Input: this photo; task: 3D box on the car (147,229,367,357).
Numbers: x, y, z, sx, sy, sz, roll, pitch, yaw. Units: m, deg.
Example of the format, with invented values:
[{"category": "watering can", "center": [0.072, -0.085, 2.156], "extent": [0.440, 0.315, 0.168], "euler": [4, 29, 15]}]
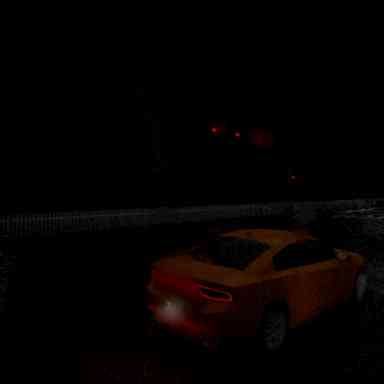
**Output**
[{"category": "car", "center": [1.532, 1.435, 6.124], "extent": [5.008, 1.535, 1.882], "euler": [0, 1, -43]}]
